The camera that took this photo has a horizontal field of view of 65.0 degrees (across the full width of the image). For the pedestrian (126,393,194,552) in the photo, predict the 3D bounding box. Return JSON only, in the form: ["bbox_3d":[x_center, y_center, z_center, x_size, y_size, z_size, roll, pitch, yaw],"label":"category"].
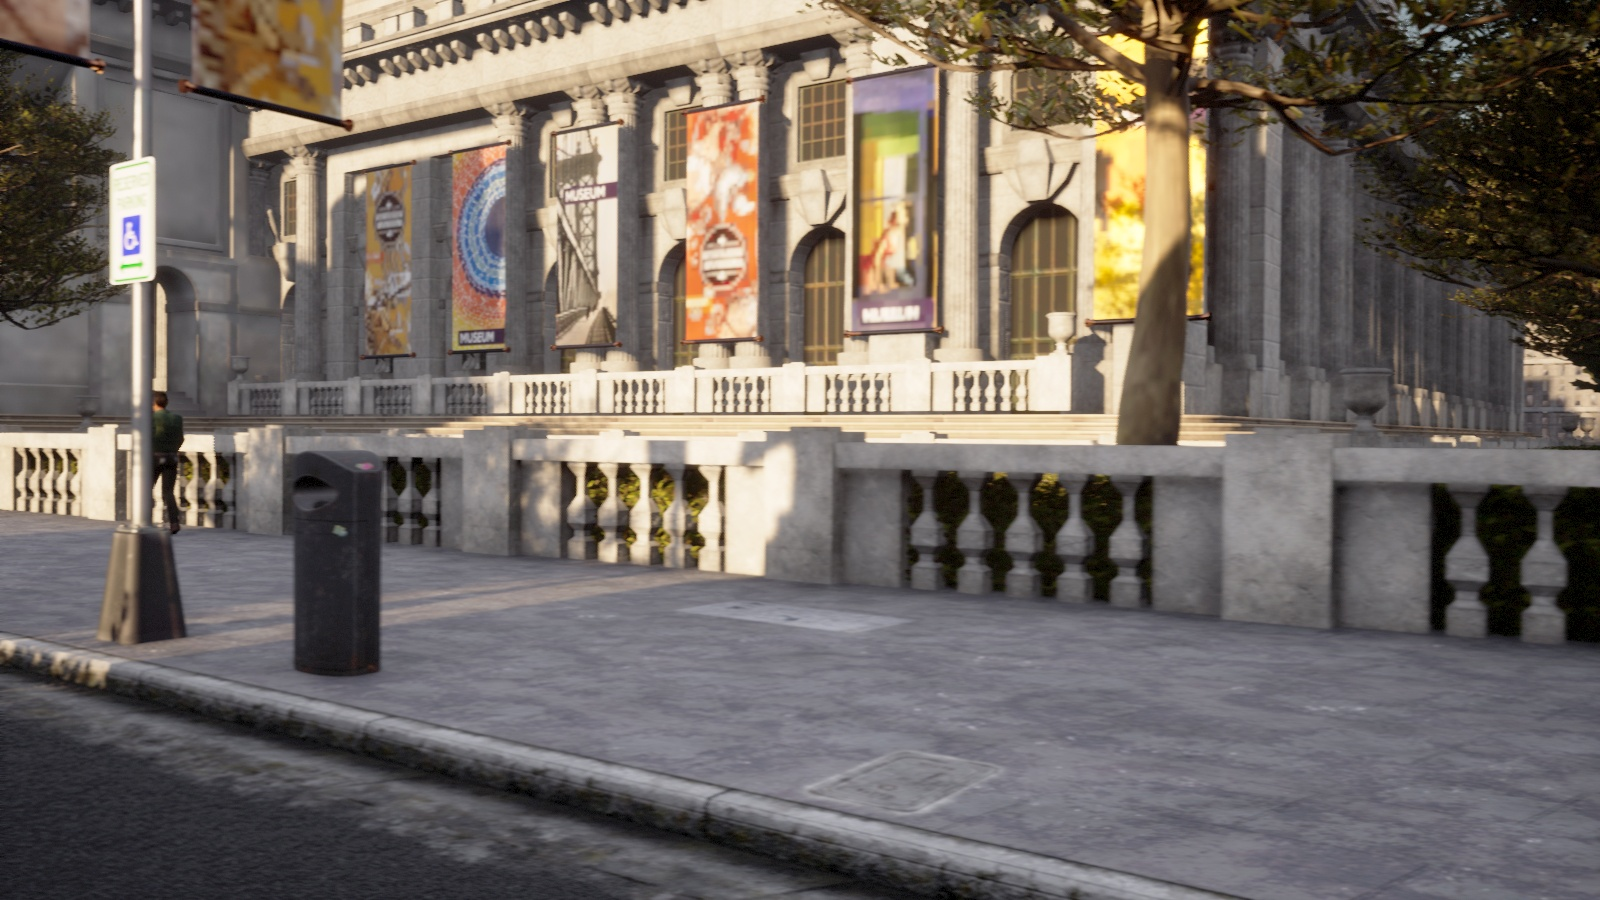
[{"bbox_3d":[-8.060,0.275,15.819,0.788,1.949,0.423,0,1,36],"label":"pedestrian"}]
